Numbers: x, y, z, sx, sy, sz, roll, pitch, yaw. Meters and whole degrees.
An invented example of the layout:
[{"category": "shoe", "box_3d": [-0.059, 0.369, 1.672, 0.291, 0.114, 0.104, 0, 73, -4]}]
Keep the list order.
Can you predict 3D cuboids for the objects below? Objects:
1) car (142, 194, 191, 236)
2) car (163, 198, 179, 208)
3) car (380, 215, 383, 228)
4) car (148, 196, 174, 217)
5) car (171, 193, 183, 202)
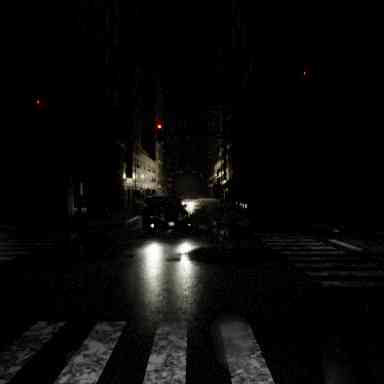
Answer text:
[{"category": "car", "box_3d": [-1.614, 1.219, 18.852, 2.150, 2.045, 5.566, 0, 0, -13]}, {"category": "car", "box_3d": [-2.869, 1.542, 47.237, 1.994, 1.385, 4.181, 0, 0, 0]}, {"category": "car", "box_3d": [12.339, 1.282, 16.815, 5.009, 1.841, 2.192, 0, 0, 0]}, {"category": "car", "box_3d": [-2.868, 1.343, 32.032, 2.097, 1.767, 4.553, 0, 0, 0]}, {"category": "car", "box_3d": [-2.787, 1.033, 63.308, 2.097, 1.767, 4.553, 0, 0, 0]}]
